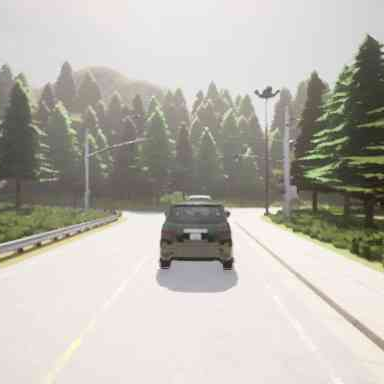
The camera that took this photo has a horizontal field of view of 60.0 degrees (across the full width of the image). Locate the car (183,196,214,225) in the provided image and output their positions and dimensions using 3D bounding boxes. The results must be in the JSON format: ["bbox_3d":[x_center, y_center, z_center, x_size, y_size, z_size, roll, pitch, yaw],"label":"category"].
[{"bbox_3d":[0.663,1.329,26.023,2.150,2.045,5.566,0,-1,4],"label":"car"}]

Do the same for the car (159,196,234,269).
[{"bbox_3d":[0.185,1.273,11.491,2.150,2.045,5.566,0,0,2],"label":"car"}]

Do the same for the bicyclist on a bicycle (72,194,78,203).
[{"bbox_3d":[-16.336,1.092,46.348,0.582,1.620,1.656,4,12,16],"label":"bicyclist on a bicycle"}]
